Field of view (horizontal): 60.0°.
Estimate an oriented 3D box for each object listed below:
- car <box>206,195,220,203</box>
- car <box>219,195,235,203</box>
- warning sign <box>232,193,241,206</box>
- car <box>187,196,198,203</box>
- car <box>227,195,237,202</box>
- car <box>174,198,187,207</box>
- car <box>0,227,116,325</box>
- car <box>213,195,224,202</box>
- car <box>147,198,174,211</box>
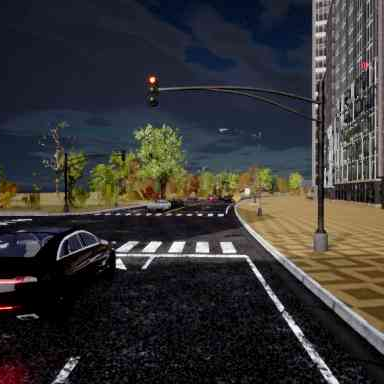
[{"bbox_3d":[4.416,1.366,71.136,2.097,1.767,4.553,0,0,12],"label":"car"},{"bbox_3d":[7.533,1.493,70.080,1.882,1.535,5.008,0,0,12],"label":"car"},{"bbox_3d":[6.491,1.122,48.186,1.300,1.860,1.060,0,0,8],"label":"warning sign"},{"bbox_3d":[0.048,1.572,66.402,1.994,1.385,4.181,0,0,11],"label":"car"},{"bbox_3d":[9.673,1.498,80.337,1.882,1.535,5.008,0,0,14],"label":"car"},{"bbox_3d":[-2.462,1.603,51.901,1.895,1.301,4.718,0,0,9],"label":"car"},{"bbox_3d":[-2.988,1.491,7.090,2.128,1.511,4.902,0,0,1],"label":"car"},{"bbox_3d":[6.379,1.495,80.528,1.882,1.535,5.008,0,0,14],"label":"car"},{"bbox_3d":[-3.990,1.601,40.620,1.895,1.301,4.718,0,0,10],"label":"car"}]
